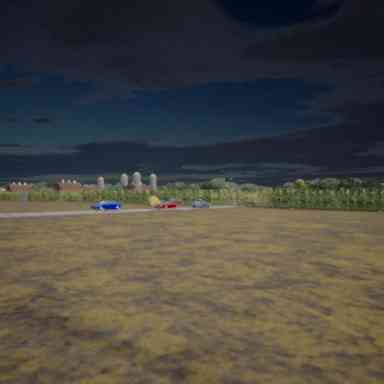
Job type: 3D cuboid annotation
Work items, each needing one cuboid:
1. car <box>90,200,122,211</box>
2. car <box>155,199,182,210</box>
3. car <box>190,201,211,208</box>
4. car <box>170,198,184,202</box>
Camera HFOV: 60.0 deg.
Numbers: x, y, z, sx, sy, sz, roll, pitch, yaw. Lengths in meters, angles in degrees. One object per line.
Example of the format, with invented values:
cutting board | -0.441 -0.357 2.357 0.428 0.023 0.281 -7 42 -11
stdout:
car | -12.751 2.003 49.462 1.882 1.535 5.008 0 -1 36
car | -4.133 2.320 56.570 1.895 1.301 4.718 0 -1 36
car | 1.692 2.431 64.810 2.033 1.411 5.357 0 -1 36
car | -3.431 1.800 62.362 2.097 1.767 4.553 0 -1 36
